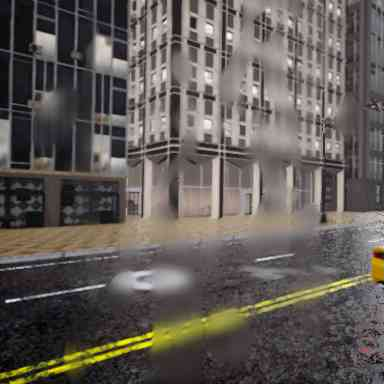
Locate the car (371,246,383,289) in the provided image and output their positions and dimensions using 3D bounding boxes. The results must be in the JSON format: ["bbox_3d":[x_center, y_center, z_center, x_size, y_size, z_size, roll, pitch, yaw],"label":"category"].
[{"bbox_3d":[6.232,1.517,7.896,5.008,1.535,1.882,0,0,-35],"label":"car"}]
